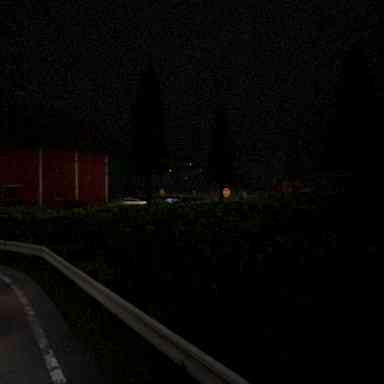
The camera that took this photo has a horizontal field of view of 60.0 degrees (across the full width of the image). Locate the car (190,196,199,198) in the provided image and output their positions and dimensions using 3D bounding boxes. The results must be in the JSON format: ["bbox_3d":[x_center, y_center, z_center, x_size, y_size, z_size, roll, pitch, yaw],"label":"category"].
[{"bbox_3d":[0.113,1.523,61.283,2.033,1.411,5.357,0,0,35],"label":"car"}]

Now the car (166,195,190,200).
[{"bbox_3d":[-2.759,1.639,51.205,1.994,1.385,4.181,0,0,36],"label":"car"}]

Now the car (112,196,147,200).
[{"bbox_3d":[-9.002,1.713,48.629,1.895,1.301,4.718,0,0,36],"label":"car"}]

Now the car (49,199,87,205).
[{"bbox_3d":[-15.046,1.622,40.143,1.882,1.535,5.008,0,0,36],"label":"car"}]
